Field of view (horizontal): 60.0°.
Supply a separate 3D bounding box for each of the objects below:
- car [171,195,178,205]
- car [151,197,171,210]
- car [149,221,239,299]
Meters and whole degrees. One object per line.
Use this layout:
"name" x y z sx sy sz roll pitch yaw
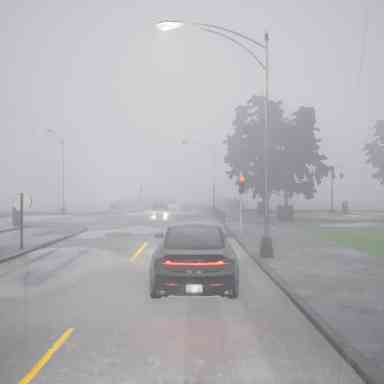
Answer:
"car" -4.073 1.562 58.687 1.994 1.385 4.181 0 0 0
"car" -4.094 1.600 42.798 1.895 1.301 4.718 0 0 0
"car" 0.061 1.505 8.454 1.837 1.490 4.892 0 0 0
